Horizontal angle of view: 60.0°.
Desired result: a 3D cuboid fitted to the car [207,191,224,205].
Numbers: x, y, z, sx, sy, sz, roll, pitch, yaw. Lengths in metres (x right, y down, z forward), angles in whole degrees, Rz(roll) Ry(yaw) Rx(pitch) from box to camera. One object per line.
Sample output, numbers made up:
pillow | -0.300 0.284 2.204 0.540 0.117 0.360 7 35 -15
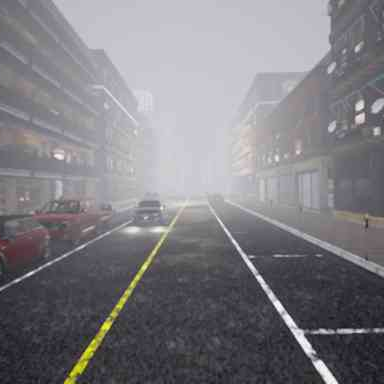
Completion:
car | 3.252 0.823 42.966 1.752 1.417 4.829 -1 1 1

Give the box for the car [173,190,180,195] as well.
car | -4.489 0.244 93.623 2.008 1.369 4.403 -1 1 1

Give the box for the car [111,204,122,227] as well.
car | -5.412 1.388 20.368 1.802 1.307 4.206 -1 1 1

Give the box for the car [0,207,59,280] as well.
car | -5.556 1.415 9.095 1.967 1.590 4.097 -1 1 1

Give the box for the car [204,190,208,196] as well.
car | 3.392 0.674 54.066 1.887 1.381 4.507 -1 1 1

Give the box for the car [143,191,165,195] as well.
car | -5.131 0.780 42.905 2.192 1.841 5.009 -1 1 1

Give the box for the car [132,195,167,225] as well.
car | -2.704 1.233 21.944 1.837 1.490 4.892 -1 1 1

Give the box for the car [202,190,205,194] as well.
car | 3.676 0.337 76.606 2.008 1.369 4.403 -1 1 1

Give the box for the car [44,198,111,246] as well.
car | -5.486 1.205 14.728 2.192 1.841 5.009 -1 1 1

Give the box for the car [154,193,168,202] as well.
car | -4.986 0.839 54.179 1.887 1.381 4.507 -1 1 1
